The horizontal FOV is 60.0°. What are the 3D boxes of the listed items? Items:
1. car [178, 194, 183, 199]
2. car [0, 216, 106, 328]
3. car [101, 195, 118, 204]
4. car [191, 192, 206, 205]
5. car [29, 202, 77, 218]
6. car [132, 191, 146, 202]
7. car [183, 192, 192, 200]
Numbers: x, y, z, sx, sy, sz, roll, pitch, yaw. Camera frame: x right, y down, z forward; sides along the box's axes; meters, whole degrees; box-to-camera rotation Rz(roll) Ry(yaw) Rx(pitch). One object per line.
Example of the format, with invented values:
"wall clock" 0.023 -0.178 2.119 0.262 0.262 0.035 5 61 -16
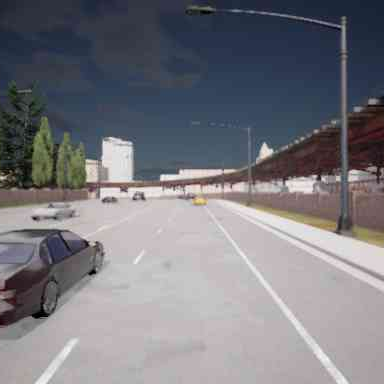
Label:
"car" -2.453 1.138 86.970 1.994 1.385 4.181 0 -1 -13
"car" -3.401 1.507 7.239 2.033 1.411 5.357 0 0 0
"car" -14.044 1.252 56.782 1.994 1.385 4.181 0 0 1
"car" 1.215 1.175 51.564 1.801 1.575 5.366 0 0 0
"car" -10.597 1.459 25.677 1.895 1.301 4.718 0 0 0
"car" -10.566 0.849 66.787 2.150 2.045 5.566 0 0 -2
"car" -0.268 0.848 71.342 2.097 1.767 4.553 0 0 -4
